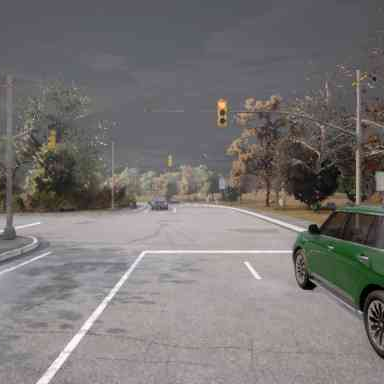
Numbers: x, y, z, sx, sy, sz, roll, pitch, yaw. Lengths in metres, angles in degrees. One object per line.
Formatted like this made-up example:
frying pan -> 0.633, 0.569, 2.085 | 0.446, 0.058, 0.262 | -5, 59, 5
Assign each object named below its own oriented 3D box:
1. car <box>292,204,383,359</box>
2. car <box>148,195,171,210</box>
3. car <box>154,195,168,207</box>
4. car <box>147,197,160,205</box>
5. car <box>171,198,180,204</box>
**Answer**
car -> 3.586, 1.221, 6.026 | 2.150, 2.045, 5.566 | 0, 0, 0
car -> -4.155, 1.428, 43.247 | 2.097, 1.767, 4.553 | 0, -1, -4
car -> -5.427, 1.517, 57.527 | 2.150, 2.045, 5.566 | 0, 0, -7
car -> -8.282, 1.992, 72.109 | 2.097, 1.767, 4.553 | 0, -1, -16
car -> -4.601, 2.359, 82.953 | 2.128, 1.511, 4.902 | 0, -1, -22
